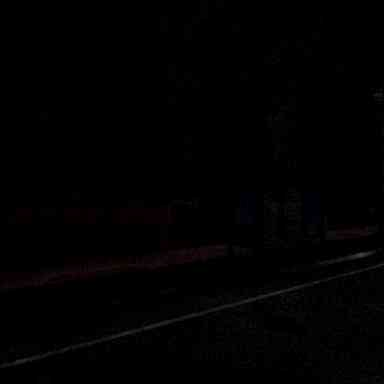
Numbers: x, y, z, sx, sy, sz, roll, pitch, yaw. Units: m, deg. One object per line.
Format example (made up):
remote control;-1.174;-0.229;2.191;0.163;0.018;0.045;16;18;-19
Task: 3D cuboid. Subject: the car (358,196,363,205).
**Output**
car;26.804;1.044;52.508;3.866;1.878;1.905;0;0;-37

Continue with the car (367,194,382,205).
car;28.623;1.041;50.729;4.605;1.855;1.932;0;0;-37
